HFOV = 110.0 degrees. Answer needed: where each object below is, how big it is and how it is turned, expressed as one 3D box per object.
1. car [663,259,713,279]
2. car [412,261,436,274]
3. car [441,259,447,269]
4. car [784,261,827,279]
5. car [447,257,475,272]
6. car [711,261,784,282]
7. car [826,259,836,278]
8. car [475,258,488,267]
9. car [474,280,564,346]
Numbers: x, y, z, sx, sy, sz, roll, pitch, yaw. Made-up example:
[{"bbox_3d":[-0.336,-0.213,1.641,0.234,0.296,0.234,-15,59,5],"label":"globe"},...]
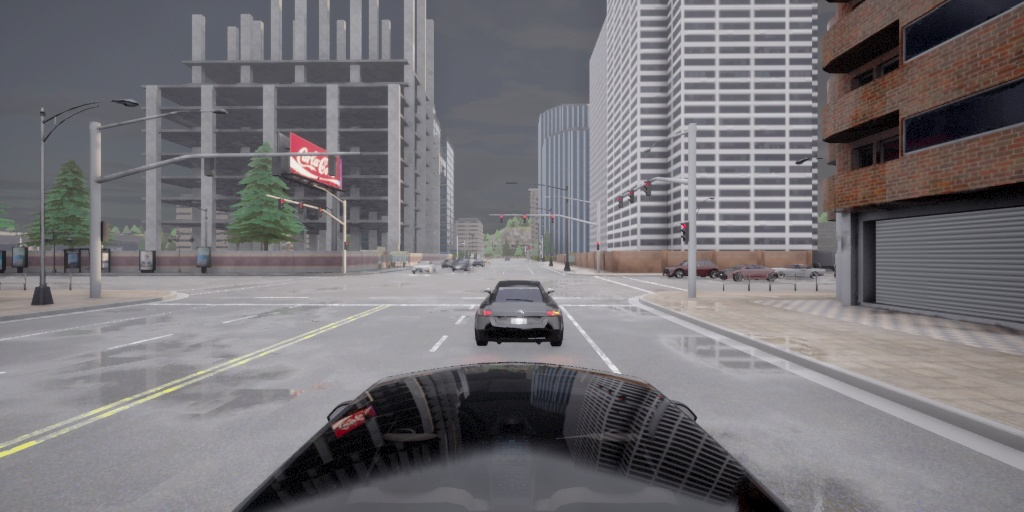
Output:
[{"bbox_3d":[16.063,1.102,32.310,4.553,1.767,2.097,0,0,1],"label":"car"},{"bbox_3d":[-9.946,1.276,40.708,1.812,1.442,4.674,0,0,1],"label":"car"},{"bbox_3d":[-9.678,1.254,55.409,1.837,1.490,4.892,0,0,1],"label":"car"},{"bbox_3d":[25.056,1.351,32.195,4.718,1.301,1.895,0,0,1],"label":"car"},{"bbox_3d":[-6.367,1.241,45.110,2.128,1.511,4.902,0,0,1],"label":"car"},{"bbox_3d":[18.789,1.314,28.776,4.181,1.385,1.994,0,0,1],"label":"car"},{"bbox_3d":[28.675,1.228,28.640,5.008,1.535,1.882,0,0,1],"label":"car"},{"bbox_3d":[-5.979,1.297,64.436,2.033,1.411,5.357,0,0,2],"label":"car"},{"bbox_3d":[0.187,1.314,9.399,1.994,1.385,4.181,0,0,1],"label":"car"}]
